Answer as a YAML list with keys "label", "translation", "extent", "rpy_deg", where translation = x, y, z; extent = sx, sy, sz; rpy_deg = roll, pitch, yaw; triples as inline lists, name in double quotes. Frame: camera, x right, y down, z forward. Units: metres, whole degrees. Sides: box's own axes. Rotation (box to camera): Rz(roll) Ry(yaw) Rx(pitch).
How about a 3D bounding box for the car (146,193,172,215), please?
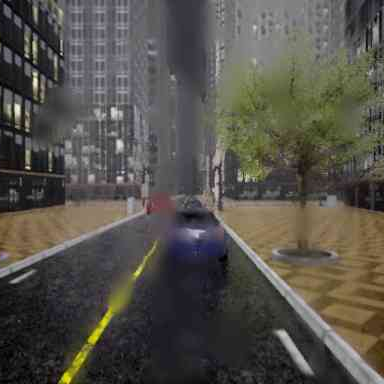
- label: "car"
  translation: [-3.090, 1.154, 32.715]
  extent: [2.150, 2.045, 5.566]
  rpy_deg: [0, 0, 0]

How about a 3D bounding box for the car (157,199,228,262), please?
- label: "car"
  translation: [0.079, 1.325, 12.167]
  extent: [2.097, 1.767, 4.553]
  rpy_deg: [0, 0, 0]

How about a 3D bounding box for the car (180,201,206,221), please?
- label: "car"
  translation: [0.078, 1.506, 27.704]
  extent: [1.994, 1.385, 4.181]
  rpy_deg: [0, 0, 0]
